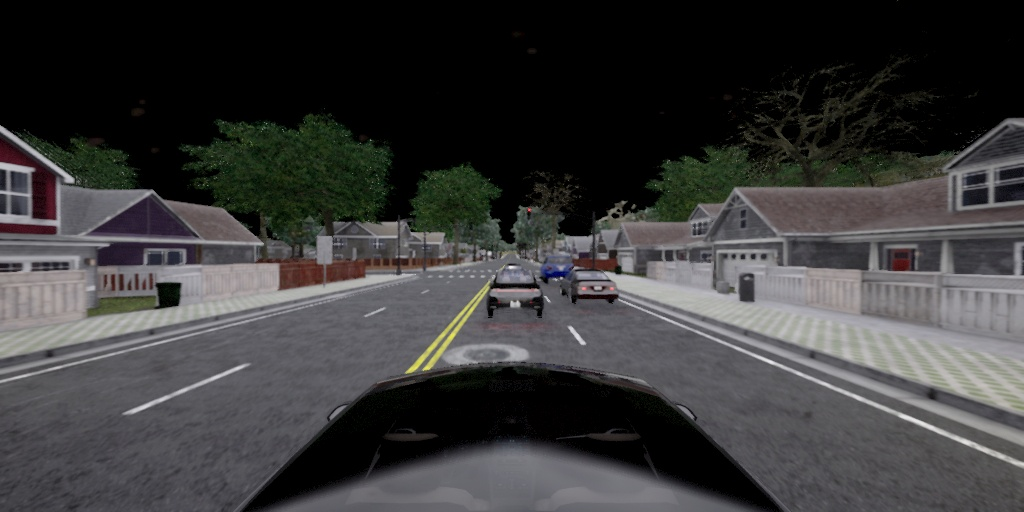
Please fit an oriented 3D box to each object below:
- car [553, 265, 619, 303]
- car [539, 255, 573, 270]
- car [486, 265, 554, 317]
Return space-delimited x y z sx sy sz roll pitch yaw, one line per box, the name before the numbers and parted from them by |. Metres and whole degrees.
car | 3.354 1.302 16.496 2.033 1.411 5.357 0 0 0
car | 3.350 0.980 27.137 2.150 2.045 5.566 0 0 0
car | 0.103 1.247 13.159 2.128 1.511 4.902 0 0 0
